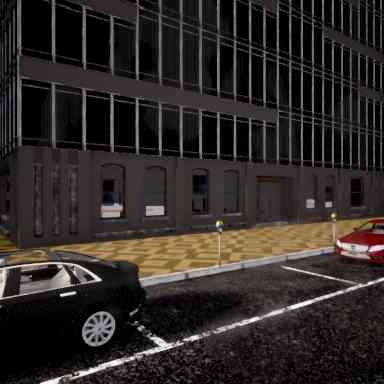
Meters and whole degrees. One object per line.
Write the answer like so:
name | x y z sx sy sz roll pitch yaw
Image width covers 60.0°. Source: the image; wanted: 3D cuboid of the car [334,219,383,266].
car | 6.510 1.582 11.157 4.206 1.307 1.802 0 0 -35

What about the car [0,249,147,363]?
car | -2.780 1.551 4.577 4.403 1.369 2.008 0 0 -35
